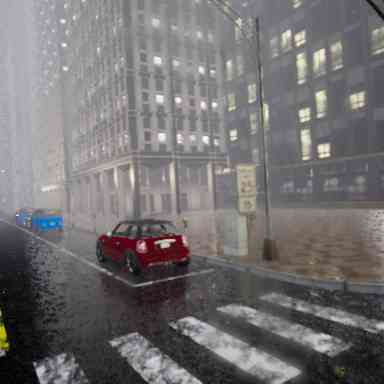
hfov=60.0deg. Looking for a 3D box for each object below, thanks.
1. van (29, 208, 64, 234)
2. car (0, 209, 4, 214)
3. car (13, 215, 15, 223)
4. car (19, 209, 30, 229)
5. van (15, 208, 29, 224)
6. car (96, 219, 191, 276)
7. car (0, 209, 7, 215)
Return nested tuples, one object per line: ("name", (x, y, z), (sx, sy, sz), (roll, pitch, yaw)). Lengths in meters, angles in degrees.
("van", (-11.004, 2.126, 25.375), (1.690, 1.788, 3.998), (-3, -1, -33))
("car", (-47.734, 4.826, 82.280), (1.947, 1.339, 4.313), (-3, -1, -33))
("car", (-20.178, 2.963, 39.600), (1.947, 1.339, 4.313), (-3, -1, -33))
("car", (-14.055, 2.539, 30.115), (2.008, 1.369, 4.403), (-3, -1, -33))
("van", (-17.127, 2.534, 34.860), (1.690, 1.788, 3.998), (-3, -1, -33))
("car", (-1.812, 1.616, 11.147), (1.967, 1.590, 4.097), (-3, -1, -33))
("car", (-41.610, 4.424, 72.795), (1.802, 1.307, 4.206), (-3, -1, -33))
